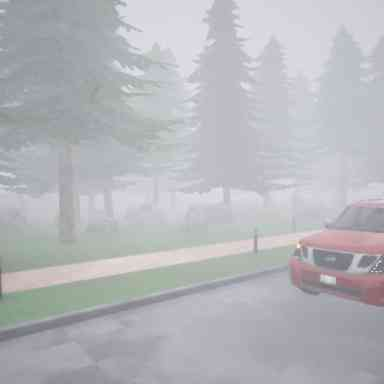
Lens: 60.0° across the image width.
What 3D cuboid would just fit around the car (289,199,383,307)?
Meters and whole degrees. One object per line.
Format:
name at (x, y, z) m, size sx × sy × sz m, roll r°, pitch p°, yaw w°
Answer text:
car at (4.606, 1.193, 7.644) m, size 5.566 × 2.045 × 2.150 m, roll 0°, pitch 0°, yaw -38°
